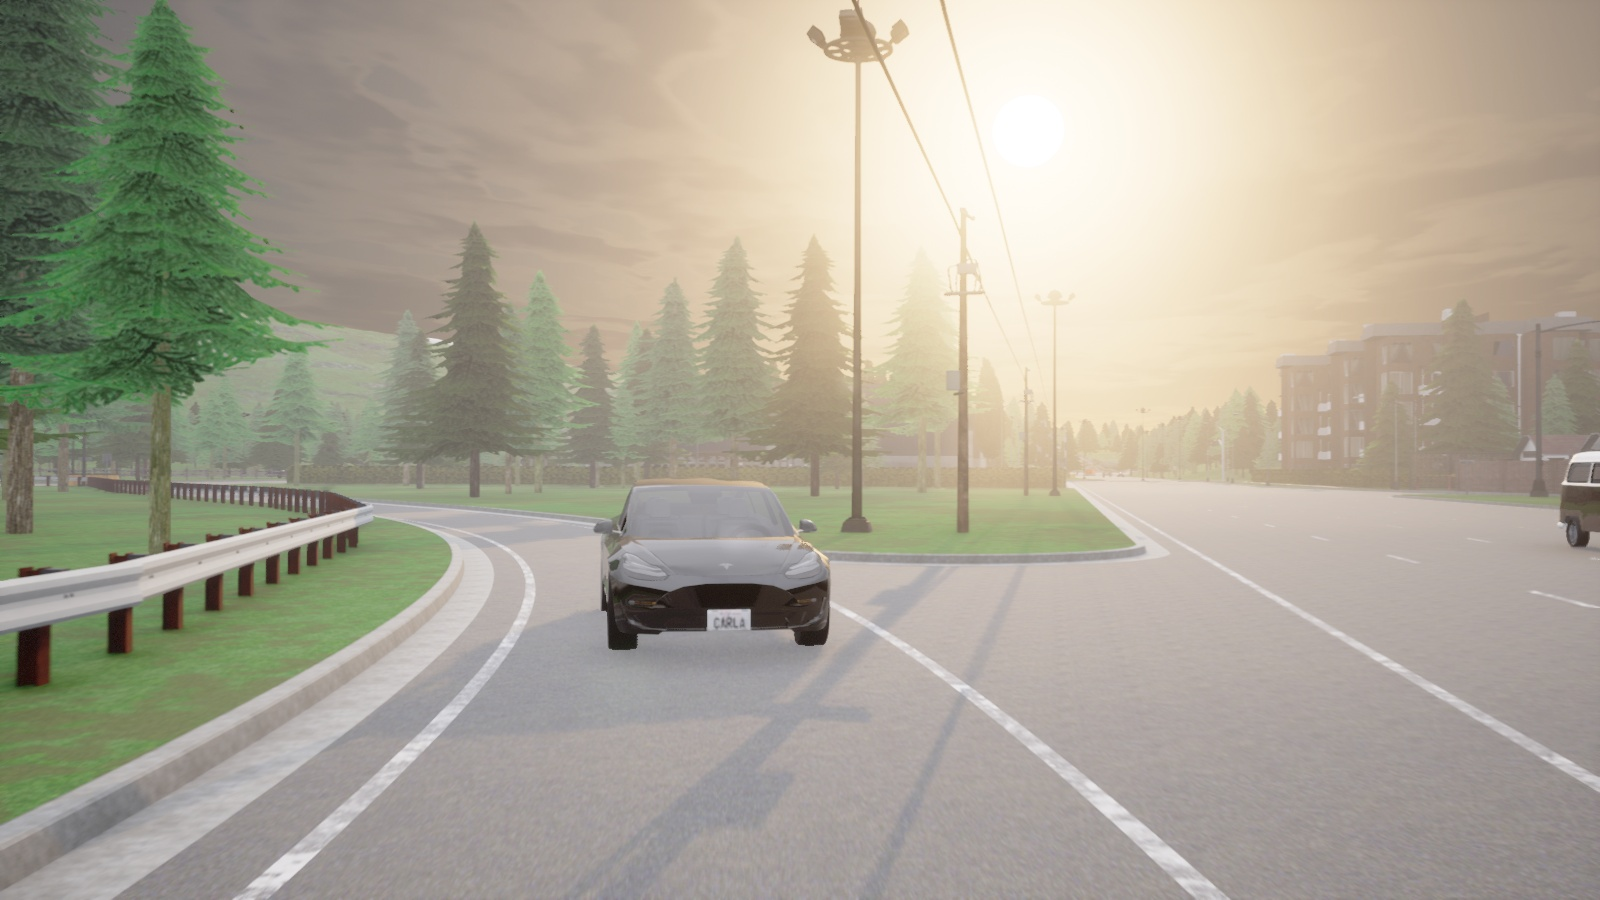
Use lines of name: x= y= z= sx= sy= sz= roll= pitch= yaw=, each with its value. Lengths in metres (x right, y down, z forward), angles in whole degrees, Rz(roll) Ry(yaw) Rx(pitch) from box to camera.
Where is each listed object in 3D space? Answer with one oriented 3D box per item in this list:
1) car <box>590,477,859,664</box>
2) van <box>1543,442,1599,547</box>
car: x=-0.999 y=1.030 z=12.717 sx=2.163 sy=1.488 sz=4.792 roll=0 pitch=-1 yaw=-10
van: x=16.689 y=0.875 z=24.808 sx=2.069 sy=2.038 sz=4.480 roll=0 pitch=-1 yaw=11
